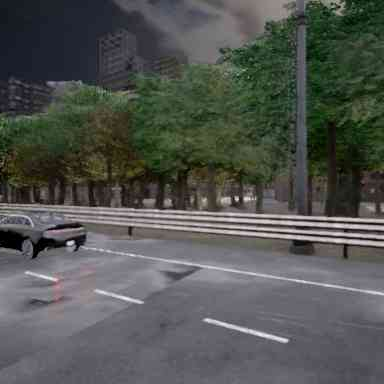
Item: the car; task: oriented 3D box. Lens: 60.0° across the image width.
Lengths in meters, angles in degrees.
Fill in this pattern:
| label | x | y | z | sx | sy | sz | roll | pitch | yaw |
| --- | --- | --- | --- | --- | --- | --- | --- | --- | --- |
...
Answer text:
| label | x | y | z | sx | sy | sz | roll | pitch | yaw |
| --- | --- | --- | --- | --- | --- | --- | --- | --- | --- |
| car | -6.011 | 1.494 | 12.460 | 4.902 | 1.511 | 2.128 | 0 | 0 | 36 |
